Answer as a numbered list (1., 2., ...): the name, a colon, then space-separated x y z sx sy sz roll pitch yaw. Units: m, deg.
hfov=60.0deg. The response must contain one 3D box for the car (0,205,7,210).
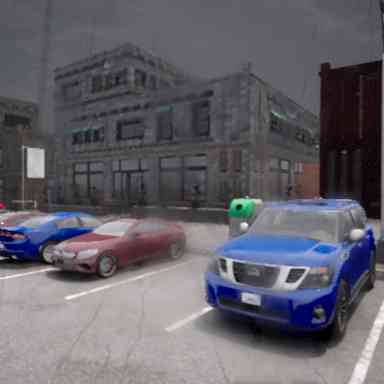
1. car: -8.851 1.511 15.251 2.002 1.452 4.674 0 0 35

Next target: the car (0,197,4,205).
1. car: -11.008 1.346 16.752 2.185 1.767 4.553 0 0 35

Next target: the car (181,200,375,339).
1. car: 2.470 1.225 7.156 2.435 2.045 5.566 0 0 35

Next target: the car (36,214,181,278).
1. car: -2.004 1.511 10.381 2.002 1.452 4.674 0 0 35

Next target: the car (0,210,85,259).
1. car: -4.254 1.470 11.974 2.097 1.535 5.008 0 0 35
